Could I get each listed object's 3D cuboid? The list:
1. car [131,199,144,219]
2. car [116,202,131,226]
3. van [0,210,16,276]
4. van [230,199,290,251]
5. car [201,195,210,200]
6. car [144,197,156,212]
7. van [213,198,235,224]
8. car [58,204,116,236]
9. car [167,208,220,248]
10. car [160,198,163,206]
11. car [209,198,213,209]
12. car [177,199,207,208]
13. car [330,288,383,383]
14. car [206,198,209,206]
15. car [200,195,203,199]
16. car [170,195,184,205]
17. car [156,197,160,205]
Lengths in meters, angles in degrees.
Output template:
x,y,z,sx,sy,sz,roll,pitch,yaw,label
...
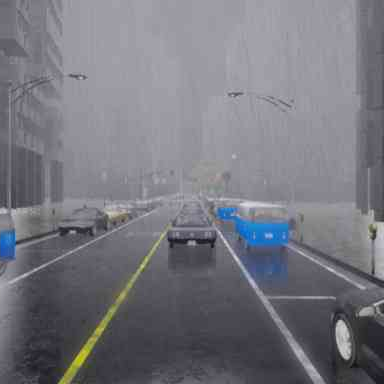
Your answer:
x,y,z,sx,sy,sz,roll,pitch,yaw,label
-5.761,1.557,28.819,2.008,1.369,4.403,0,0,0,car
-5.761,1.529,23.360,1.752,1.417,4.829,0,0,0,car
-5.760,1.339,7.663,1.690,1.788,3.998,0,0,0,van
2.765,1.341,13.804,1.690,1.788,3.998,0,0,0,van
2.764,1.570,50.029,2.008,1.369,4.403,0,0,0,car
-5.761,1.562,38.691,2.008,1.369,4.403,0,0,0,car
2.765,1.345,24.631,1.690,1.788,3.998,0,0,0,van
-5.761,1.567,18.240,1.947,1.339,4.313,0,0,0,car
0.000,1.618,14.680,1.895,1.301,4.718,0,0,0,car
-5.761,1.574,55.025,2.008,1.369,4.403,0,0,0,car
2.764,1.532,30.214,1.752,1.417,4.829,0,0,0,car
0.000,1.580,29.650,1.994,1.385,4.181,0,0,0,car
2.764,1.548,2.978,2.008,1.369,4.403,0,0,0,car
2.764,1.575,35.458,1.947,1.339,4.313,0,0,0,car
2.764,1.574,55.021,2.008,1.369,4.403,0,0,0,car
-3.000,1.684,60.620,1.895,1.301,4.718,0,0,0,car
-5.761,1.560,44.136,1.887,1.381,4.507,0,0,0,car
